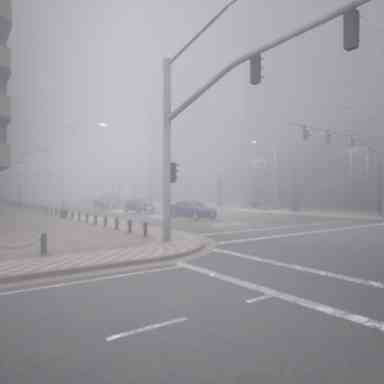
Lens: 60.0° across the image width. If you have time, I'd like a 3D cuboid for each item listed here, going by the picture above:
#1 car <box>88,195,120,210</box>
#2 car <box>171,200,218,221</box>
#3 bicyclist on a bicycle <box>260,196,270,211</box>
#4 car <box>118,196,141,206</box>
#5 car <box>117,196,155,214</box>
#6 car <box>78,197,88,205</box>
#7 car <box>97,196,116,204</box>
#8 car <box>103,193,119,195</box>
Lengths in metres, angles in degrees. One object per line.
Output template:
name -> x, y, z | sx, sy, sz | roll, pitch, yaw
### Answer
car -> -11.422, 1.463, 43.326 | 2.128, 1.511, 4.902 | 0, 0, -35
car -> 0.053, 1.449, 27.020 | 1.882, 1.535, 5.008 | 0, 0, -36
bicyclist on a bicycle -> 7.984, 1.294, 36.489 | 1.656, 1.620, 0.582 | 0, 0, -35
car -> -10.162, 1.488, 53.974 | 1.837, 1.490, 4.892 | 0, 0, -35
car -> -5.625, 1.463, 35.029 | 2.128, 1.511, 4.902 | 0, 0, -35
car -> -19.045, 1.524, 60.466 | 2.033, 1.411, 5.357 | 0, 0, -35
car -> -16.178, 1.488, 62.475 | 1.837, 1.490, 4.892 | 0, 0, -35
car -> -12.893, 1.199, 51.766 | 2.150, 2.045, 5.566 | 0, 0, -34
